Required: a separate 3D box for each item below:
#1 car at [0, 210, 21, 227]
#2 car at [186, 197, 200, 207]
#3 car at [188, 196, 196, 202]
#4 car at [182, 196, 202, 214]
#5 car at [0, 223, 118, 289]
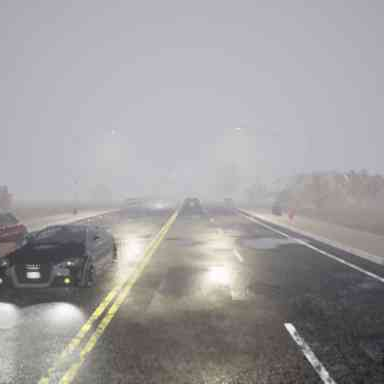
[{"bbox_3d":[-6.588,1.350,9.469,2.097,1.767,4.553,0,0,0],"label":"car"},{"bbox_3d":[0.097,1.524,50.931,2.033,1.411,5.357,0,0,0],"label":"car"},{"bbox_3d":[-0.006,1.534,73.466,1.895,1.301,4.718,0,0,0],"label":"car"},{"bbox_3d":[-0.003,1.336,35.411,2.097,1.767,4.553,0,0,0],"label":"car"},{"bbox_3d":[-3.340,1.562,8.997,1.994,1.385,4.181,0,0,0],"label":"car"}]
